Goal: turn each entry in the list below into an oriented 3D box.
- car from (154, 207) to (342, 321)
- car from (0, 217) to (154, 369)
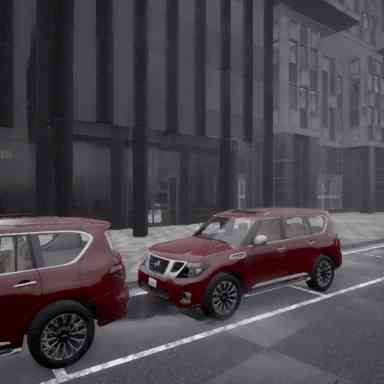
[{"bbox_3d":[1.335,1.314,7.473,5.009,1.841,2.192,0,0,-35],"label":"car"},{"bbox_3d":[-3.263,1.315,4.206,5.009,1.841,2.192,0,0,-35],"label":"car"}]
